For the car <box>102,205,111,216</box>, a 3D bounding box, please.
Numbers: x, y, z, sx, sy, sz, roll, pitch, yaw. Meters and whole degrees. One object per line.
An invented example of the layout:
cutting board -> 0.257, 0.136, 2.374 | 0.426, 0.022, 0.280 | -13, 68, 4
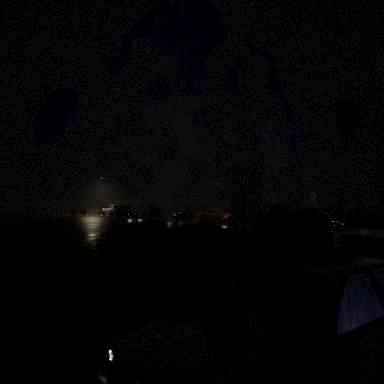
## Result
car -> -15.004, 3.443, 62.631 | 2.150, 2.045, 5.566 | 1, -3, -36

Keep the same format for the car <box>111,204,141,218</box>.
car -> -9.783, 2.904, 50.305 | 2.150, 2.045, 5.566 | 1, -3, -35

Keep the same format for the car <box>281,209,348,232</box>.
car -> 8.746, 2.006, 24.100 | 1.837, 1.490, 4.892 | 1, -3, -34

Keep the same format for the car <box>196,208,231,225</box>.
car -> 2.386, 2.379, 33.125 | 1.882, 1.535, 5.008 | 1, -3, -36

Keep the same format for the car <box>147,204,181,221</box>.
car -> -3.579, 2.503, 41.510 | 2.150, 2.045, 5.566 | 1, -3, -35

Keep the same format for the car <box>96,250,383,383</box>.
car -> 1.624, 1.551, 4.325 | 5.357, 1.411, 2.033 | 0, 0, -37
